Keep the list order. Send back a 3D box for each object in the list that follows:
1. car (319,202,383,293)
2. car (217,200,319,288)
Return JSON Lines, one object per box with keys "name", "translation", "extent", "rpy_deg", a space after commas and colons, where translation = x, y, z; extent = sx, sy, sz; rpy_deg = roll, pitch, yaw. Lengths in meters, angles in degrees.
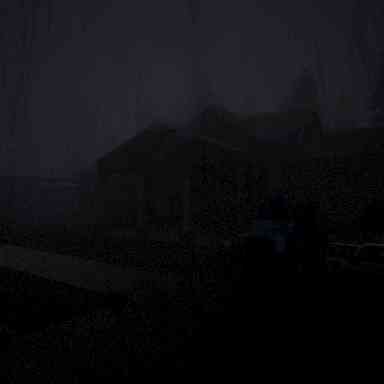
{"name": "car", "translation": [4.628, 1.173, 7.739], "extent": [1.932, 1.855, 4.605], "rpy_deg": [0, 0, 35]}
{"name": "car", "translation": [2.353, 1.174, 8.876], "extent": [1.905, 1.878, 3.866], "rpy_deg": [0, 0, 35]}
